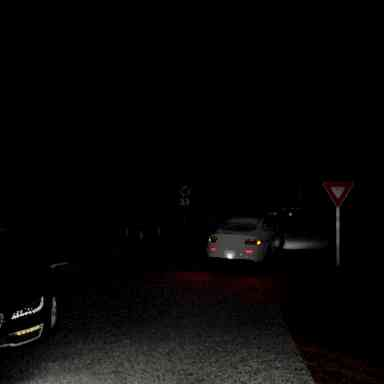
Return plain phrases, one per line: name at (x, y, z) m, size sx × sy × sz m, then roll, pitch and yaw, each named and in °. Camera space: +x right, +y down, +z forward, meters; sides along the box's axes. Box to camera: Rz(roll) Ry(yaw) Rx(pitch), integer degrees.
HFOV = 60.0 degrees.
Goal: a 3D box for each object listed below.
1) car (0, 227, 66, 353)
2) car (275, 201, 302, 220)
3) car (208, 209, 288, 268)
car at (-3.518, 1.508, 6.316) m, size 1.837 × 1.490 × 4.892 m, roll 2°, pitch -1°, yaw -20°
car at (8.113, 1.505, 27.971) m, size 2.128 × 1.511 × 4.902 m, roll 0°, pitch 0°, yaw 12°
car at (1.949, 1.531, 11.350) m, size 1.812 × 1.442 × 4.674 m, roll 0°, pitch 0°, yaw 23°
